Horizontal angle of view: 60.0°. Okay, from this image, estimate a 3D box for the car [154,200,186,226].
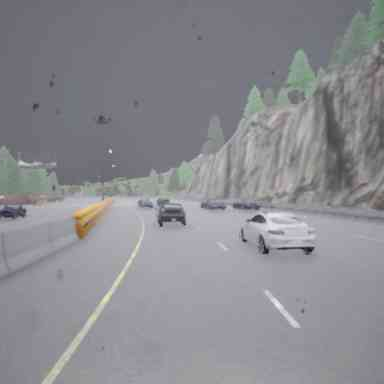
[{"bbox_3d":[-1.610,1.556,24.241,1.837,1.490,4.892,0,0,-9],"label":"car"}]

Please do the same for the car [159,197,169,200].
[{"bbox_3d":[-4.777,1.638,55.716,1.837,1.490,4.892,-1,0,-13],"label":"car"}]

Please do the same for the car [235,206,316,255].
[{"bbox_3d":[3.214,1.487,13.103,1.812,1.442,4.674,0,0,-5],"label":"car"}]

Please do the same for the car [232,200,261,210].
[{"bbox_3d":[6.346,1.537,39.436,1.895,1.301,4.718,-1,0,-14],"label":"car"}]

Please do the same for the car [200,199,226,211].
[{"bbox_3d":[2.512,1.548,41.228,2.033,1.411,5.357,-1,0,-16],"label":"car"}]

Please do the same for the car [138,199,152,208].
[{"bbox_3d":[-7.224,1.715,50.904,2.033,1.411,5.357,-1,0,-15],"label":"car"}]

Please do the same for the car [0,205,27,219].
[{"bbox_3d":[-17.572,1.918,32.196,1.895,1.301,4.718,-1,0,-12],"label":"car"}]
